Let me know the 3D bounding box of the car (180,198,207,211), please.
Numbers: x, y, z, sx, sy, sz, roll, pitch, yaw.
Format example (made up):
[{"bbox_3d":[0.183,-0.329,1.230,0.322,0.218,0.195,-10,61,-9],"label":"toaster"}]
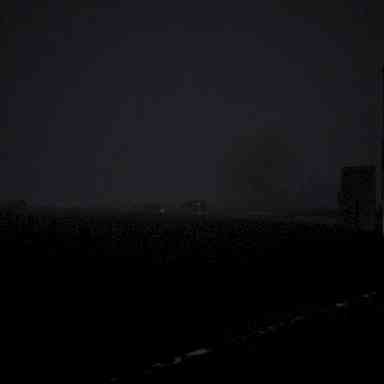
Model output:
[{"bbox_3d":[0.227,2.111,56.159,2.150,2.045,5.566,-1,0,-35],"label":"car"}]

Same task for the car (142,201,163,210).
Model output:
[{"bbox_3d":[-7.274,2.577,60.586,2.033,1.411,5.357,-1,0,-35],"label":"car"}]

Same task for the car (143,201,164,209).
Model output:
[{"bbox_3d":[-7.897,2.573,67.482,2.128,1.511,4.902,-1,0,-36],"label":"car"}]
